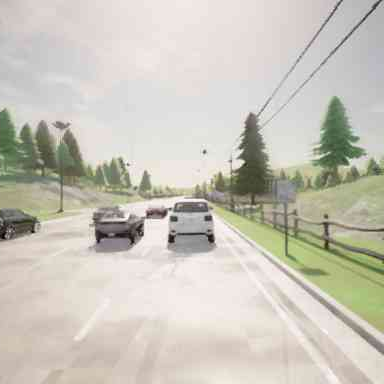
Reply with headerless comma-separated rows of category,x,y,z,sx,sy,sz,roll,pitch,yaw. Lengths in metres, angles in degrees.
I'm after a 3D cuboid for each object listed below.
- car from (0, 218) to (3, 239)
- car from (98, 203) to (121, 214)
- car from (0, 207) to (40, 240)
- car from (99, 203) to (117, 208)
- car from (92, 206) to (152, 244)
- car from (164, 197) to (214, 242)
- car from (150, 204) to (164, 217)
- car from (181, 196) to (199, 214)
car,-6.980,1.664,8.095,1.837,1.490,4.892,-1,0,0
car,-10.752,2.134,43.625,1.895,1.301,4.718,-1,-1,0
car,-10.565,1.653,18.976,2.097,1.767,4.553,-1,-1,0
car,-7.142,1.902,28.887,2.033,1.411,5.357,-1,-1,0
car,-3.548,1.693,17.008,2.128,1.511,4.902,-1,0,0
car,-0.057,1.387,17.538,2.150,2.045,5.566,-1,-1,0
car,-3.689,1.976,35.403,1.895,1.301,4.718,-1,-1,0
car,-0.250,1.625,42.728,2.150,2.045,5.566,-1,-1,0
